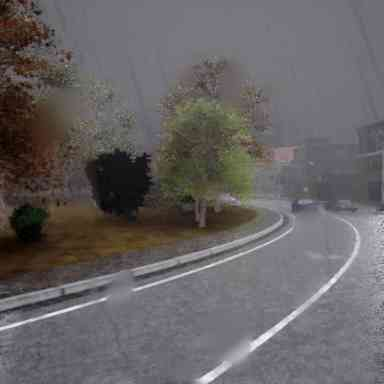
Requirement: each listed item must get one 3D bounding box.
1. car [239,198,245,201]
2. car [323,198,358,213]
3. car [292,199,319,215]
[{"bbox_3d":[11.081,1.178,73.351,1.882,1.535,5.008,-1,0,-2],"label":"car"},{"bbox_3d":[15.411,1.374,34.791,2.033,1.411,5.357,-1,0,3],"label":"car"},{"bbox_3d":[11.116,1.393,32.842,1.882,1.535,5.008,-1,0,9],"label":"car"}]
